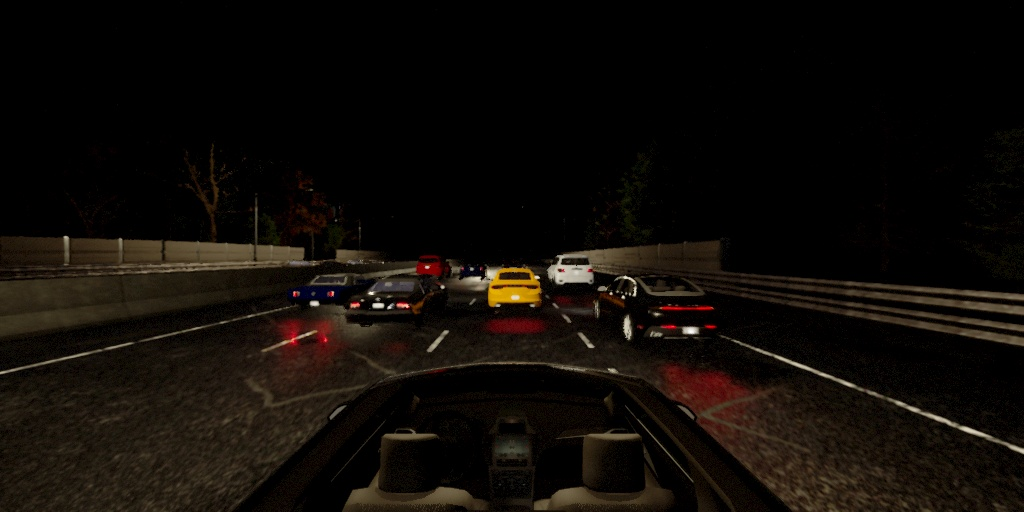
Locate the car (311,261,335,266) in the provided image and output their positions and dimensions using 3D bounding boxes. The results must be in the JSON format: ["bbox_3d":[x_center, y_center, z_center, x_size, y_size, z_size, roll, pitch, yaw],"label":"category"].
[{"bbox_3d":[-24.522,1.355,48.205,1.812,1.442,4.674,0,0,0],"label":"car"}]

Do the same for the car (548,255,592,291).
[{"bbox_3d":[3.521,0.959,22.227,2.150,2.045,5.566,0,0,0],"label":"car"}]

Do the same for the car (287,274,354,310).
[{"bbox_3d":[-6.888,1.369,14.745,1.895,1.301,4.718,0,0,0],"label":"car"}]

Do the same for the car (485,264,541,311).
[{"bbox_3d":[0.112,1.245,14.577,1.882,1.535,5.008,0,0,0],"label":"car"}]

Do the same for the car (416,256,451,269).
[{"bbox_3d":[-6.871,1.019,31.796,2.150,2.045,5.566,0,0,0],"label":"car"}]

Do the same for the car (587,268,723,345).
[{"bbox_3d":[3.537,1.231,9.540,1.837,1.490,4.892,0,0,0],"label":"car"}]

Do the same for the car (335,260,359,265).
[{"bbox_3d":[-21.034,1.320,47.908,2.128,1.511,4.902,0,0,0],"label":"car"}]

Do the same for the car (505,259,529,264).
[{"bbox_3d":[0.129,1.150,32.309,2.097,1.767,4.553,0,0,0],"label":"car"}]

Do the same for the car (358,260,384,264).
[{"bbox_3d":[-17.541,1.427,46.209,1.895,1.301,4.718,0,0,0],"label":"car"}]

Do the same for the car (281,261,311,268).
[{"bbox_3d":[-28.026,1.376,47.251,2.033,1.411,5.357,0,0,0],"label":"car"}]

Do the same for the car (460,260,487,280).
[{"bbox_3d":[-3.370,1.151,32.316,2.097,1.767,4.553,0,0,0],"label":"car"}]

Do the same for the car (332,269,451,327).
[{"bbox_3d":[-3.390,1.311,11.607,2.033,1.411,5.357,0,0,0],"label":"car"}]
